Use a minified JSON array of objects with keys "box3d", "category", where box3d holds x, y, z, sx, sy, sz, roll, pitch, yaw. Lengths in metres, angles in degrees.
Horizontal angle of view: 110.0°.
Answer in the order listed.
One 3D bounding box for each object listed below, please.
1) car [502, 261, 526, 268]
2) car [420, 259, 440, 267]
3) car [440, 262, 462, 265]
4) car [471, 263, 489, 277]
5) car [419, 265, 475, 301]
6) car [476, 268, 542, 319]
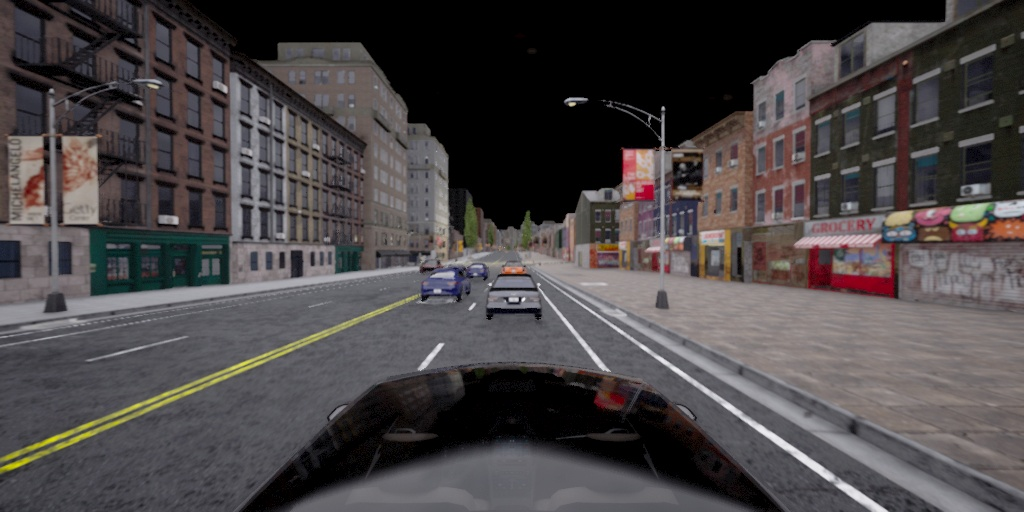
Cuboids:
[{"box3d":[0.158,1.212,31.341,2.097,1.767,4.553,0,0,1],"category":"car"},{"box3d":[-9.722,1.238,43.460,2.097,1.767,4.553,0,0,0],"category":"car"},{"box3d":[-6.486,1.485,40.606,1.895,1.301,4.718,0,0,0],"category":"car"},{"box3d":[-3.082,1.391,32.599,1.812,1.442,4.674,0,0,0],"category":"car"},{"box3d":[-3.127,1.323,17.441,1.812,1.442,4.674,0,0,0],"category":"car"},{"box3d":[0.081,1.326,12.964,2.033,1.411,5.357,0,0,1],"category":"car"}]
